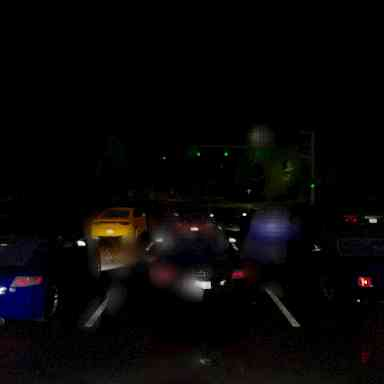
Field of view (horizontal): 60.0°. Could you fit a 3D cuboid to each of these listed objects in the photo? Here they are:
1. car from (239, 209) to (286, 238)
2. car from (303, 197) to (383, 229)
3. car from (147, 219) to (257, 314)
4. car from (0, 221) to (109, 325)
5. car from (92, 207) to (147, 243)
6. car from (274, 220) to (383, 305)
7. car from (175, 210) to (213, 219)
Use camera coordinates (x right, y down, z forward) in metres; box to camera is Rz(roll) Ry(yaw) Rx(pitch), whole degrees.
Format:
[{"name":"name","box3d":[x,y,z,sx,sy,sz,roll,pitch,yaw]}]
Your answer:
[{"name":"car","box3d":[3.606,1.564,16.956,1.994,1.385,4.181,0,0,0]},{"name":"car","box3d":[7.106,1.221,15.736,2.150,2.045,5.566,0,0,0]},{"name":"car","box3d":[0.117,1.564,7.700,1.994,1.385,4.181,0,0,-1]},{"name":"car","box3d":[-3.396,1.564,7.232,1.994,1.385,4.181,0,0,0]},{"name":"car","box3d":[-3.395,1.478,16.246,1.882,1.535,5.008,0,0,0]},{"name":"car","box3d":[3.603,1.601,8.058,1.895,1.301,4.718,0,0,0]},{"name":"car","box3d":[0.106,1.564,16.254,1.994,1.385,4.181,0,0,0]}]
